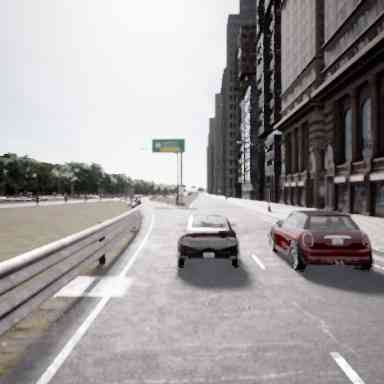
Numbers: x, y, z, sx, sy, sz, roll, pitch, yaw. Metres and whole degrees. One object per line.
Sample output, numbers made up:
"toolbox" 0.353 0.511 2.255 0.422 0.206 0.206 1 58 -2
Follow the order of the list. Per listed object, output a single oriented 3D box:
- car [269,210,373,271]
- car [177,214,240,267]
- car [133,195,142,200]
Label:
"car" 4.015 1.372 11.155 2.097 1.767 4.553 0 0 2
"car" 0.526 1.514 11.492 2.128 1.511 4.902 0 0 2
"car" -13.780 1.467 83.782 2.128 1.511 4.902 0 0 -14
